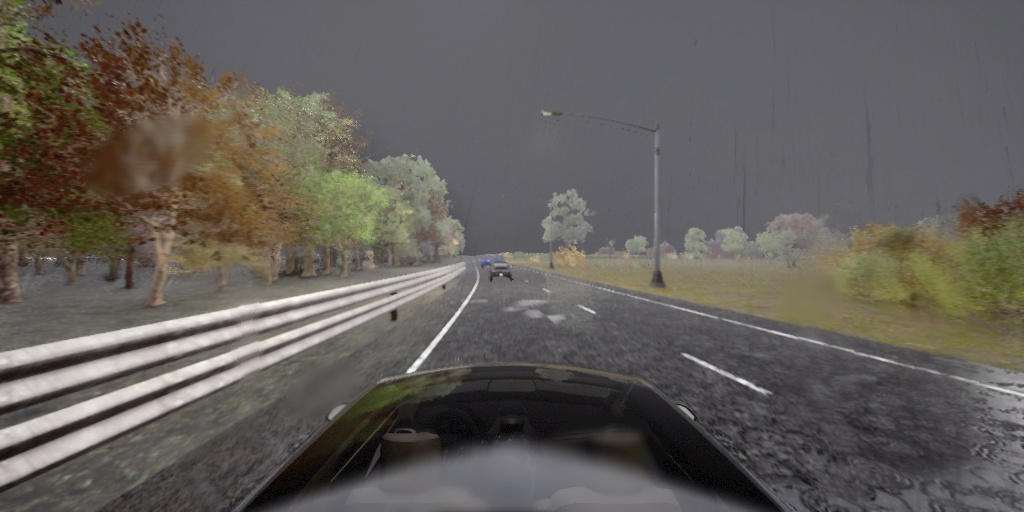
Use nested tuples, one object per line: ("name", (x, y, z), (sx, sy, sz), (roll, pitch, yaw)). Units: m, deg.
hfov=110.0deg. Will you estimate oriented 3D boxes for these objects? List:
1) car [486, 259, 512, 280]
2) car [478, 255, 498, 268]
("car", (-1.026, 1.220, 30.466), (1.837, 1.490, 4.892), (0, 0, -4))
("car", (-3.998, 0.890, 59.221), (2.150, 2.045, 5.566), (0, 0, -6))
